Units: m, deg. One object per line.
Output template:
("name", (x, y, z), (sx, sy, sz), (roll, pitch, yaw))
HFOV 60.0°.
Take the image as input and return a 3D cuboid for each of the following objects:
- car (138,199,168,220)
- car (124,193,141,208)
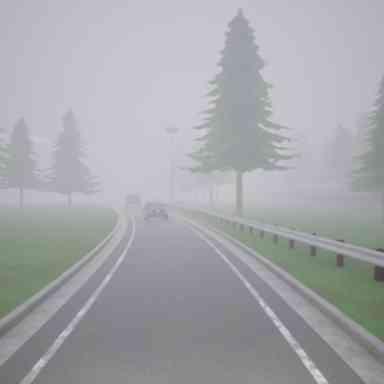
("car", (-3.223, 1.562, 28.384), (2.033, 1.411, 5.357), (0, 0, -13))
("car", (-8.994, 1.247, 50.463), (2.150, 2.045, 5.566), (0, -1, -14))
